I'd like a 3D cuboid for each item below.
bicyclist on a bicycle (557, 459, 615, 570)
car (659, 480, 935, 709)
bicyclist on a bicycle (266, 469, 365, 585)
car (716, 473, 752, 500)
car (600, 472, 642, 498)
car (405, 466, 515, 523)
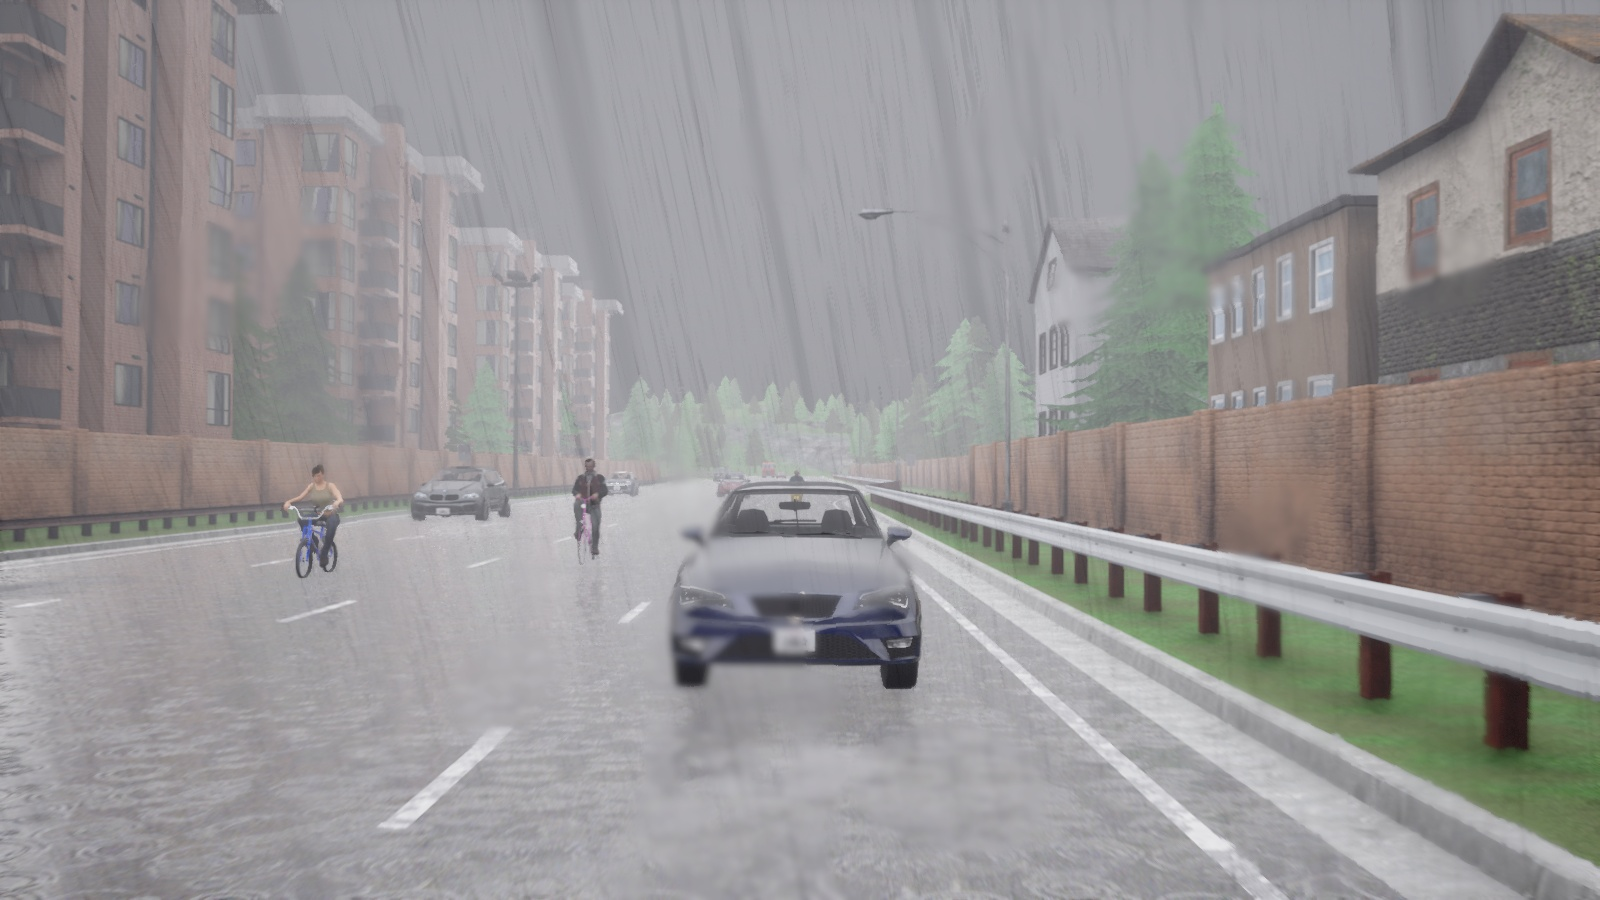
[{"bbox_3d":[-3.551,1.050,20.959,0.659,1.776,1.843,0,-1,0],"label":"bicyclist on a bicycle"},{"bbox_3d":[-0.025,1.002,10.383,1.816,1.474,4.193,0,-1,0],"label":"car"},{"bbox_3d":[-7.040,1.086,18.333,0.866,1.612,1.509,0,-1,0],"label":"bicyclist on a bicycle"},{"bbox_3d":[-3.671,2.027,70.737,1.845,1.501,3.633,0,-1,0],"label":"car"},{"bbox_3d":[-10.682,2.079,75.028,1.970,1.475,3.806,0,-1,0],"label":"car"},{"bbox_3d":[-10.596,1.363,39.511,2.242,1.667,4.611,0,-1,0],"label":"car"}]
